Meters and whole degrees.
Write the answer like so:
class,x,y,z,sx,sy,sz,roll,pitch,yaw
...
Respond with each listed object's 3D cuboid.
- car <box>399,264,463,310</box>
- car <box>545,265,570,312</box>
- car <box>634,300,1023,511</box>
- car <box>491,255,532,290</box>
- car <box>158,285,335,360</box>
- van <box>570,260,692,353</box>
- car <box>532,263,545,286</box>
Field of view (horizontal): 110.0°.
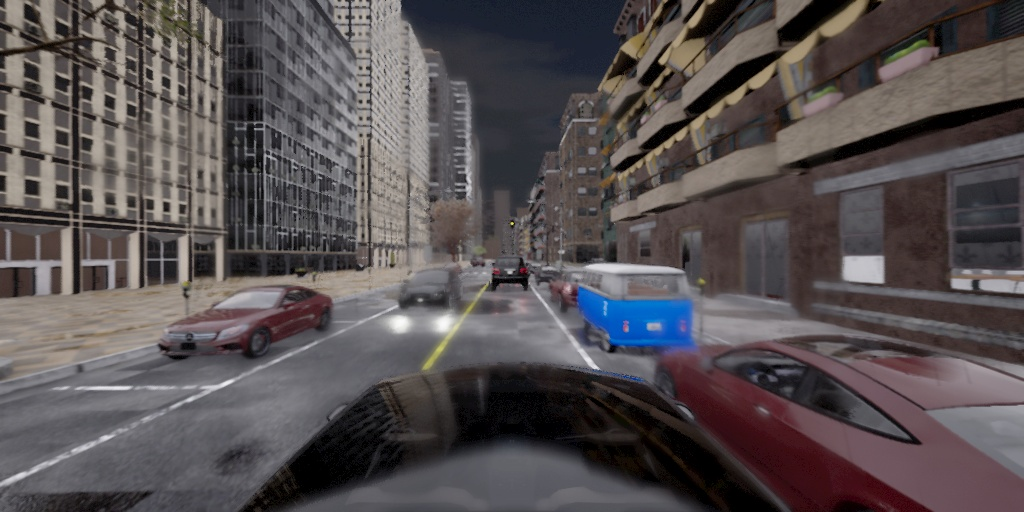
class,x,y,z,sx,sy,sz,roll,pitch,yaw
car,-3.209,1.274,14.896,1.837,1.490,4.892,0,0,0
car,2.580,1.181,14.048,1.967,1.591,4.097,0,0,-1
car,2.687,1.319,2.984,1.802,1.307,4.207,0,0,-1
car,-0.112,0.981,22.415,2.150,2.045,5.566,0,0,0
car,-5.746,1.362,8.436,1.802,1.307,4.207,0,0,-1
van,2.634,1.080,8.515,1.690,1.789,3.998,0,0,-1
car,2.474,1.297,25.112,2.007,1.370,4.403,0,0,-1
